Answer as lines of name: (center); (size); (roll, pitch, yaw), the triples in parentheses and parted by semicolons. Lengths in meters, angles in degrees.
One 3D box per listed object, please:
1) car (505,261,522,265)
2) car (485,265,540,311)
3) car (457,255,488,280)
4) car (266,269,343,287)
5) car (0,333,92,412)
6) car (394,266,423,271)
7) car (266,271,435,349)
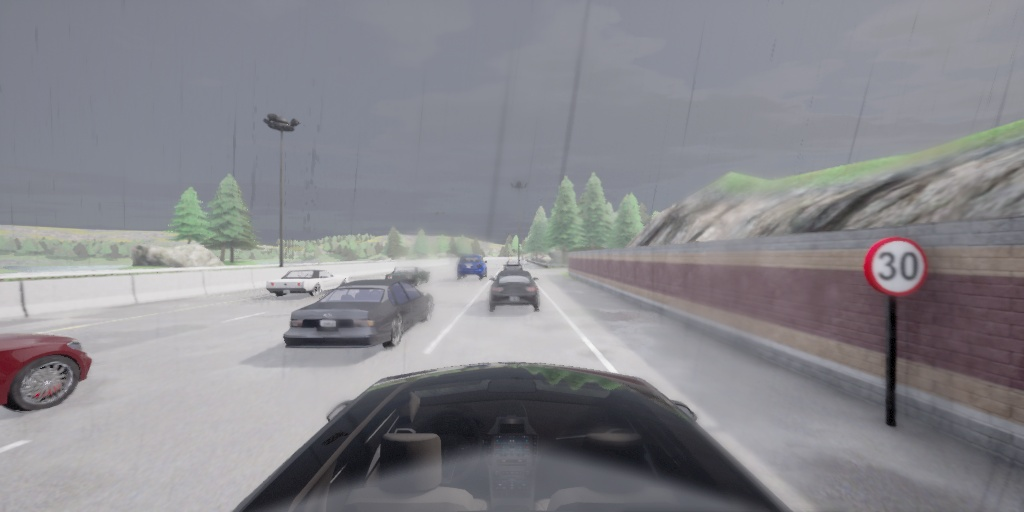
car: (0.115, 1.239, 35.977); (2.128, 1.511, 4.902); (0, 0, 0)
car: (0.093, 1.275, 14.263); (1.812, 1.442, 4.674); (0, 0, 0)
car: (-3.387, 0.969, 30.969); (2.150, 2.045, 5.566); (0, 0, 0)
car: (-10.391, 1.350, 18.763); (1.895, 1.301, 4.718); (0, 0, 0)
car: (-6.909, 1.276, 3.108); (1.812, 1.442, 4.674); (0, 0, 0)
car: (-6.890, 1.349, 24.308); (1.895, 1.301, 4.718); (0, 0, 0)
car: (-3.396, 1.297, 9.138); (2.033, 1.411, 5.357); (0, 0, 0)
